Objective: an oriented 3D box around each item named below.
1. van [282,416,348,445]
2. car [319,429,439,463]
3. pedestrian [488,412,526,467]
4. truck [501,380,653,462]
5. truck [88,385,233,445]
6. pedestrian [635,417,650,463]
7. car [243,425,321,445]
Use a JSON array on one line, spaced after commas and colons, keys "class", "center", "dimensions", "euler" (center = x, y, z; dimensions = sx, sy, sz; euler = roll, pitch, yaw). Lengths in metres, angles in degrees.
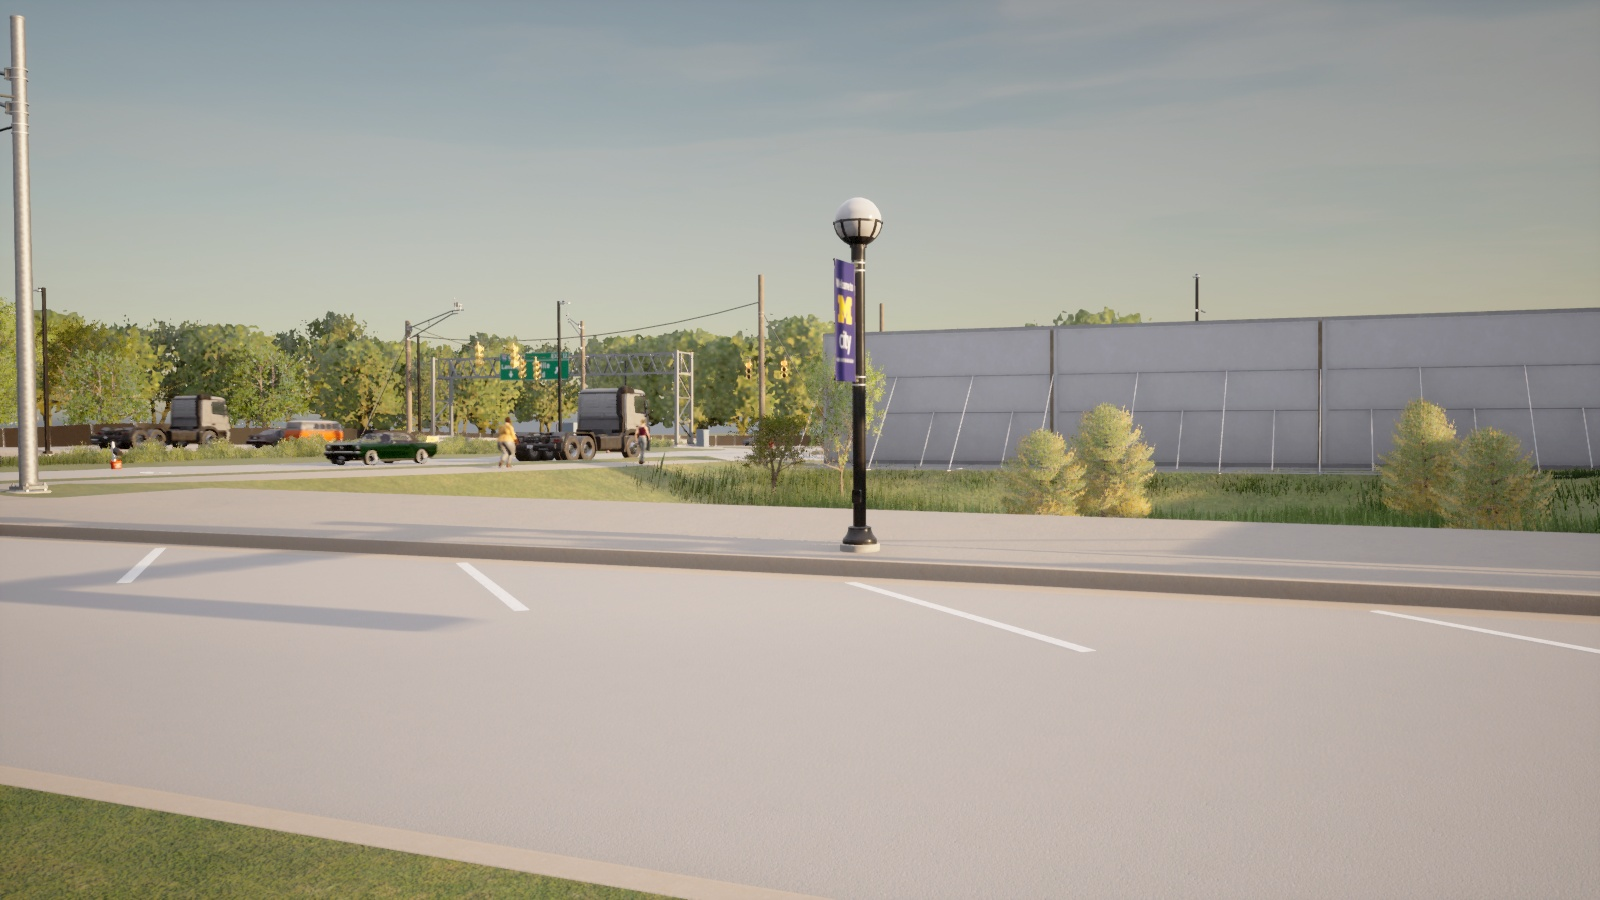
[{"class": "van", "center": [-34.361, -1.338, 89.051], "dimensions": [1.775, 1.987, 4.442], "euler": [1, 0, 23]}, {"class": "car", "center": [-16.778, -0.169, 50.307], "dimensions": [1.895, 1.301, 4.718], "euler": [1, 1, 23]}, {"class": "pedestrian", "center": [-9.918, -0.362, 42.499], "dimensions": [0.874, 1.855, 0.900], "euler": [1, 2, 21]}, {"class": "truck", "center": [-9.985, -1.306, 57.263], "dimensions": [2.891, 3.462, 7.936], "euler": [1, 1, 24]}, {"class": "truck", "center": [-39.235, -2.061, 77.355], "dimensions": [2.891, 3.462, 7.936], "euler": [1, 0, 23]}, {"class": "pedestrian", "center": [-6.346, -0.405, 50.707], "dimensions": [0.345, 1.836, 0.594], "euler": [1, 2, 22]}, {"class": "car", "center": [-37.409, -1.084, 90.844], "dimensions": [2.033, 1.411, 5.357], "euler": [1, 0, 23]}]
